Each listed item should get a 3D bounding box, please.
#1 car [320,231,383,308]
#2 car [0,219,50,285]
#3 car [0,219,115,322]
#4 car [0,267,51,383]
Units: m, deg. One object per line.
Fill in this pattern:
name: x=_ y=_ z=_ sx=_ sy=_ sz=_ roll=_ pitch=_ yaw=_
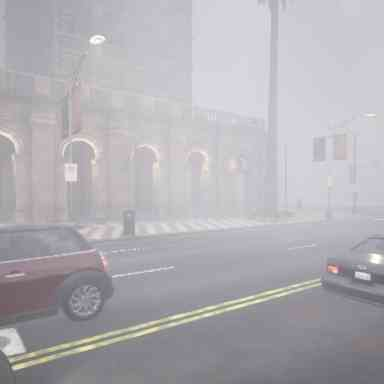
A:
car: x=5.099 y=1.547 z=7.413 sx=5.357 sy=1.411 sz=2.033 roll=0 pitch=0 yaw=-35
car: x=-6.480 y=1.548 z=7.973 sx=5.357 sy=1.411 sz=2.033 roll=0 pitch=0 yaw=-36
car: x=-3.740 y=1.352 z=5.629 sx=4.553 sy=1.767 sz=2.097 roll=0 pitch=0 yaw=-36
car: x=-3.537 y=1.547 z=1.214 sx=5.357 sy=1.411 sz=2.033 roll=0 pitch=0 yaw=-36
